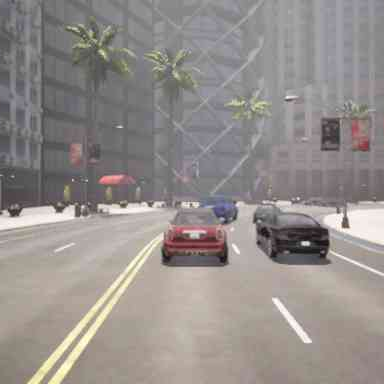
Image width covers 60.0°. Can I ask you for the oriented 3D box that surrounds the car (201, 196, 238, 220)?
[{"bbox_3d":[2.123,1.287,25.774,2.150,2.045,5.566,0,0,18],"label":"car"}]

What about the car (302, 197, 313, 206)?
[{"bbox_3d":[21.147,1.631,56.962,4.902,1.511,2.128,0,0,-22],"label":"car"}]

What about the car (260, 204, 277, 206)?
[{"bbox_3d":[6.072,1.630,26.335,1.994,1.385,4.181,0,0,20],"label":"car"}]

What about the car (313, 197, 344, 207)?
[{"bbox_3d":[22.495,1.639,53.741,4.892,1.490,1.837,1,-1,-21],"label":"car"}]

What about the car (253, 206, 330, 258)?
[{"bbox_3d":[3.675,1.510,12.944,1.882,1.535,5.008,0,-1,2],"label":"car"}]

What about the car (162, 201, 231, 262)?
[{"bbox_3d":[0.162,1.383,12.449,2.097,1.767,4.553,0,0,2],"label":"car"}]
